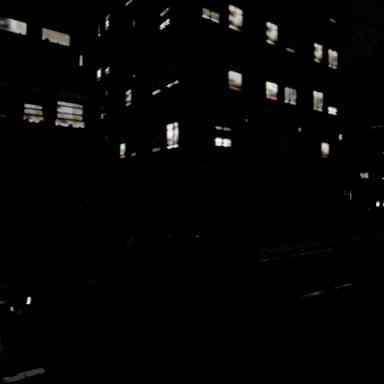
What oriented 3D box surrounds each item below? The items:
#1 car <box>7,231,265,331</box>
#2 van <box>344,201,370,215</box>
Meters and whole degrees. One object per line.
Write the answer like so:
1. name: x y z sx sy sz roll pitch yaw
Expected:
1. car: -0.819 1.579 7.091 5.357 1.411 2.033 1 0 -35
2. van: 20.124 1.996 41.831 1.690 1.788 3.998 -1 0 -36
